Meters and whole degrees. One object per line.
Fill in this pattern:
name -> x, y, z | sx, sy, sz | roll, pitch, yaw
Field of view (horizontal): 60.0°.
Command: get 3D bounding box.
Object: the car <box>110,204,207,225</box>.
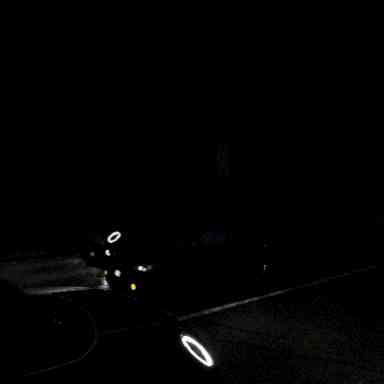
car -> -1.284, 1.353, 11.715 | 4.553, 1.767, 2.097 | 0, 0, -36

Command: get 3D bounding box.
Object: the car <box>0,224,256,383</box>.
car -> -1.938, 1.353, 2.385 | 4.553, 1.767, 2.097 | 0, 0, -35

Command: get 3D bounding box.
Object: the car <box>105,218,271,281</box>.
car -> 0.016, 1.564, 8.336 | 4.181, 1.385, 1.994 | 0, 0, -36
